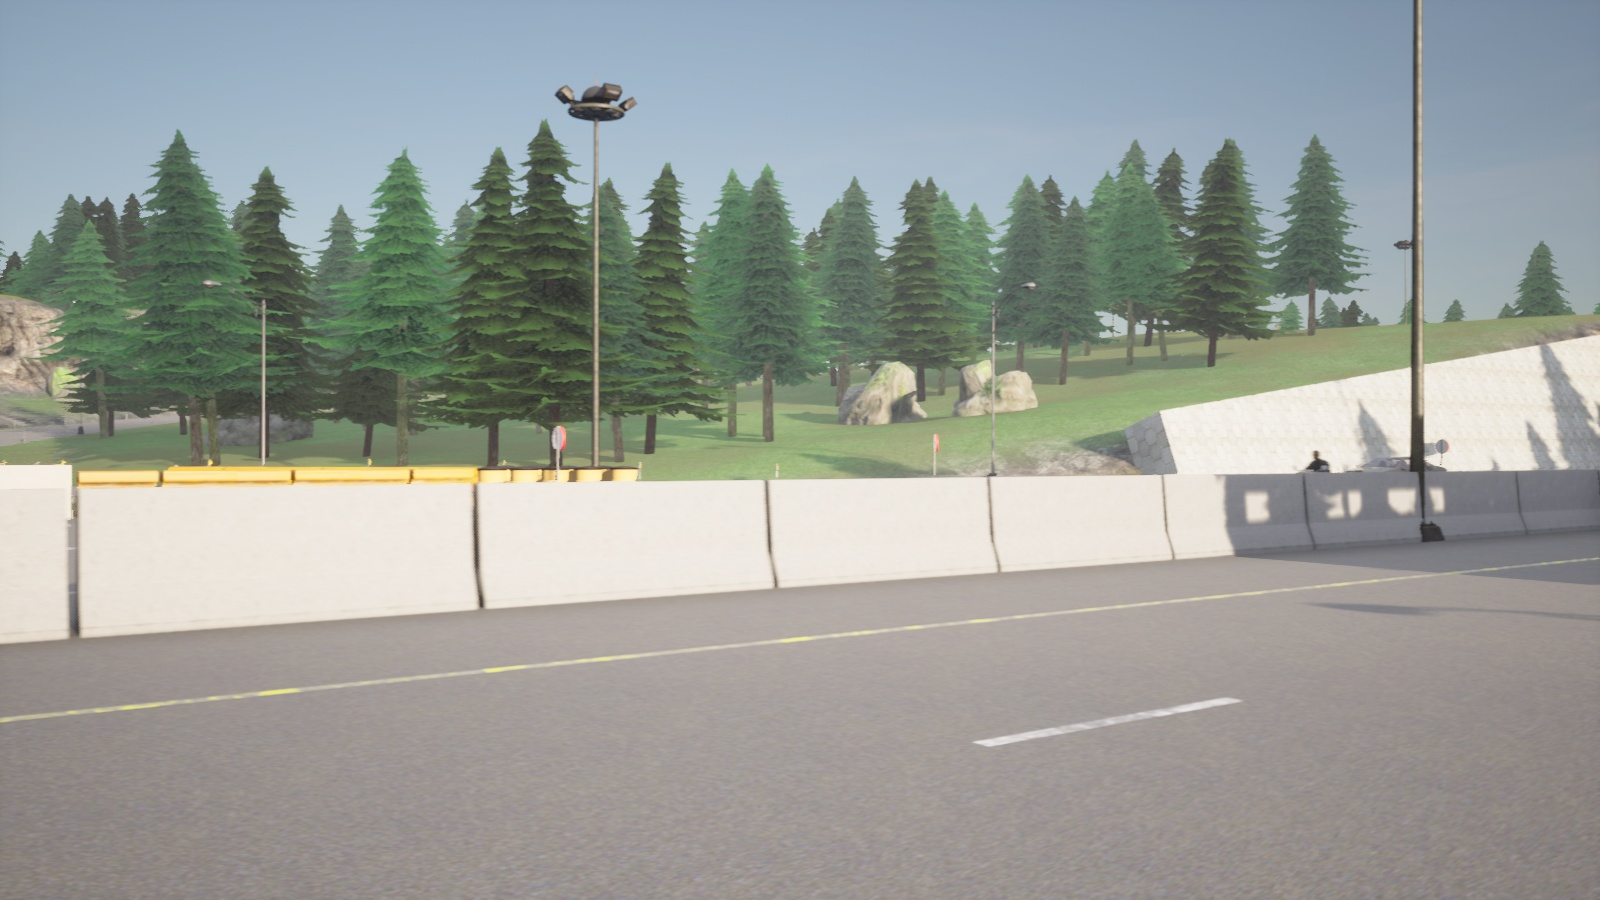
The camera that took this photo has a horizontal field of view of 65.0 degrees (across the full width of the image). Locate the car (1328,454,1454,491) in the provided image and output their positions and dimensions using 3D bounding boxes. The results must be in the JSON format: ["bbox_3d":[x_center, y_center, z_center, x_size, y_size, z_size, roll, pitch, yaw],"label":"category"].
[{"bbox_3d":[23.549,0.865,49.958,5.357,1.411,2.033,0,0,-34],"label":"car"}]
